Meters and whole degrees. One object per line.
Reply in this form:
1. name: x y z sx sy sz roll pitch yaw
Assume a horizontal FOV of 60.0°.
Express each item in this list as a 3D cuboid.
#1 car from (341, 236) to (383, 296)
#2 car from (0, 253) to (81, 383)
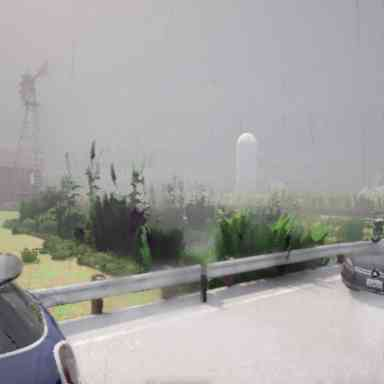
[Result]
1. car: 5.420 1.500 7.688 4.674 1.442 1.812 0 0 -34
2. car: -3.024 1.322 1.877 4.553 1.767 2.097 0 0 -35
